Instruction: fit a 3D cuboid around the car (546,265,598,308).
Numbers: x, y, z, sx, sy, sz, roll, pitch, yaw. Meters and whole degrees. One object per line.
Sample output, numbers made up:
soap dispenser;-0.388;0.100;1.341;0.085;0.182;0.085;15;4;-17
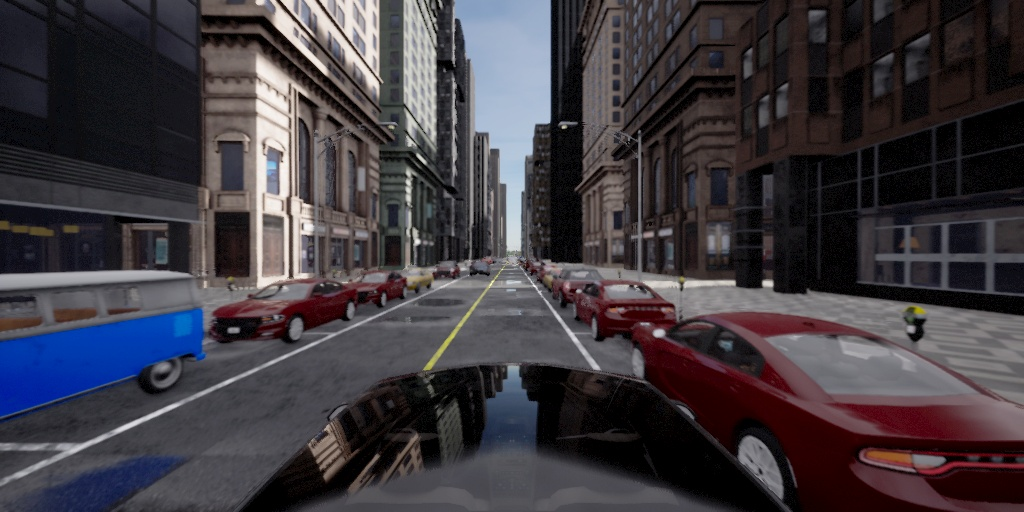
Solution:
car;2.765;1.188;15.283;1.967;1.591;4.097;0;0;0

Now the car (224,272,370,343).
car;-5.761;1.294;9.674;1.888;1.381;4.507;0;0;0

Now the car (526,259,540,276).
car;2.769;1.290;37.690;1.888;1.381;4.507;0;0;0

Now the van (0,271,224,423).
van;-5.762;1.090;4.072;1.690;1.789;3.998;0;0;0

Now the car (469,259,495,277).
car;-3.091;1.293;35.513;2.033;1.411;5.357;0;0;0

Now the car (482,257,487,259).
car;-5.753;1.290;60.093;1.888;1.381;4.507;0;0;0

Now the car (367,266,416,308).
car;-5.760;1.293;15.275;1.888;1.381;4.507;0;0;0

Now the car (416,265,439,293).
car;-5.759;1.273;20.708;1.751;1.417;4.829;0;0;0

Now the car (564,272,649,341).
car;2.764;1.294;9.681;1.888;1.381;4.507;0;0;0

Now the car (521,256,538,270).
car;2.771;1.059;48.893;2.192;1.841;5.009;0;0;0

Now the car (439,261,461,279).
car;-5.757;1.185;32.083;1.967;1.591;4.097;0;0;0

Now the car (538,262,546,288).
car;2.766;1.273;21.054;1.751;1.417;4.829;0;0;0

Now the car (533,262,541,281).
car;2.767;1.328;26.486;1.802;1.307;4.207;0;0;0

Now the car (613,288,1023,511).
car;2.764;1.295;4.079;1.888;1.381;4.507;0;0;0
